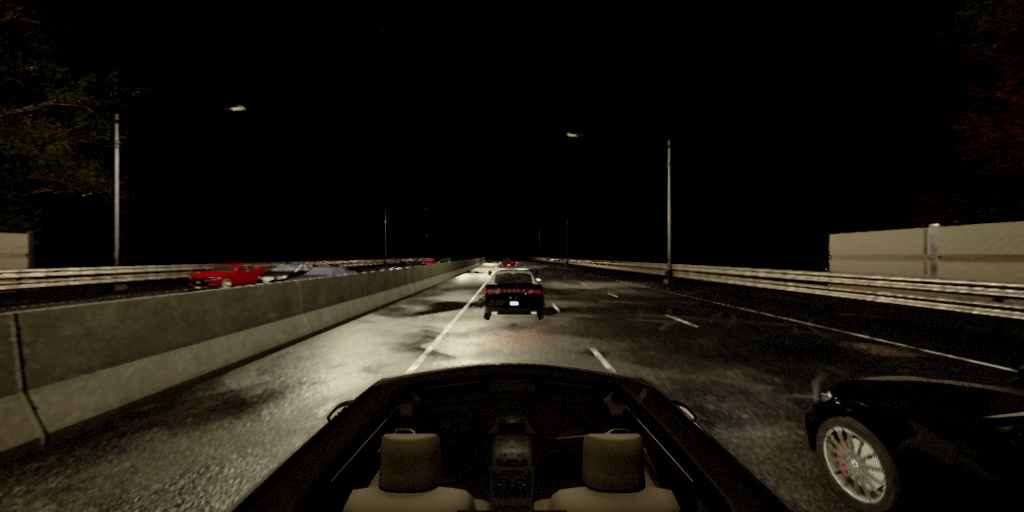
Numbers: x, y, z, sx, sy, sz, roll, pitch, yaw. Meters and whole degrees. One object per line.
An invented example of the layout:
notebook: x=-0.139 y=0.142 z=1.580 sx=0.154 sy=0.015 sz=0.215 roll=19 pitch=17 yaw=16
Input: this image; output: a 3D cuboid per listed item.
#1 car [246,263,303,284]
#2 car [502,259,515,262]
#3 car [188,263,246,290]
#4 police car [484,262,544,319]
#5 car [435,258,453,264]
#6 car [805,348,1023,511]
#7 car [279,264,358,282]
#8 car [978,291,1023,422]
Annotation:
car: x=-14.253 y=1.239 z=23.283 sx=2.128 sy=1.511 sz=4.902 roll=0 pitch=0 yaw=-1
car: x=-0.413 y=1.087 z=42.821 sx=2.097 sy=1.767 sz=4.553 roll=0 pitch=0 yaw=-1
car: x=-17.747 y=1.226 z=22.739 sx=1.882 sy=1.535 sz=5.008 roll=0 pitch=0 yaw=-1
police car: x=0.048 y=1.173 z=13.014 sx=1.930 sy=1.638 sz=5.238 roll=0 pitch=0 yaw=0
car: x=-11.630 y=1.068 z=62.960 sx=2.097 sy=1.767 sz=4.553 roll=0 pitch=0 yaw=-1
car: x=3.593 y=1.275 z=1.302 sx=1.812 sy=1.442 sz=4.674 roll=0 pitch=0 yaw=0
car: x=-10.722 y=1.295 z=20.866 sx=2.033 sy=1.411 sz=5.357 roll=0 pitch=0 yaw=-1
car: x=7.092 y=1.227 z=2.232 sx=1.882 sy=1.535 sz=5.008 roll=0 pitch=0 yaw=0
